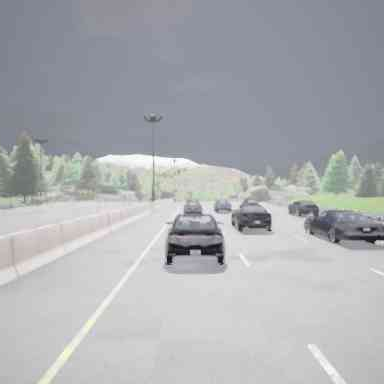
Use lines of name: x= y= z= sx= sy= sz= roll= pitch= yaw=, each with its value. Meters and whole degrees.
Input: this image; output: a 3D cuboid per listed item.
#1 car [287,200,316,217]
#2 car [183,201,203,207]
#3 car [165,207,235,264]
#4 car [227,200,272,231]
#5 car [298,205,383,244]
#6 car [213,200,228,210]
car: x=10.583 y=1.552 z=31.859 sx=1.837 sy=1.490 sz=4.892 roll=0 pitch=0 yaw=0
car: x=0.084 y=1.598 z=32.210 sx=2.033 sy=1.411 sz=5.357 roll=0 pitch=0 yaw=0
car: x=0.095 y=1.508 z=11.878 sx=2.128 sy=1.511 sz=4.902 roll=0 pitch=0 yaw=0
car: x=3.588 y=1.509 z=20.698 sx=1.882 sy=1.535 sz=5.008 roll=0 pitch=0 yaw=0
car: x=7.092 y=1.571 z=16.003 sx=2.033 sy=1.411 sz=5.357 roll=0 pitch=0 yaw=0
car: x=3.580 y=1.609 z=38.982 sx=2.033 sy=1.411 sz=5.357 roll=0 pitch=0 yaw=0
